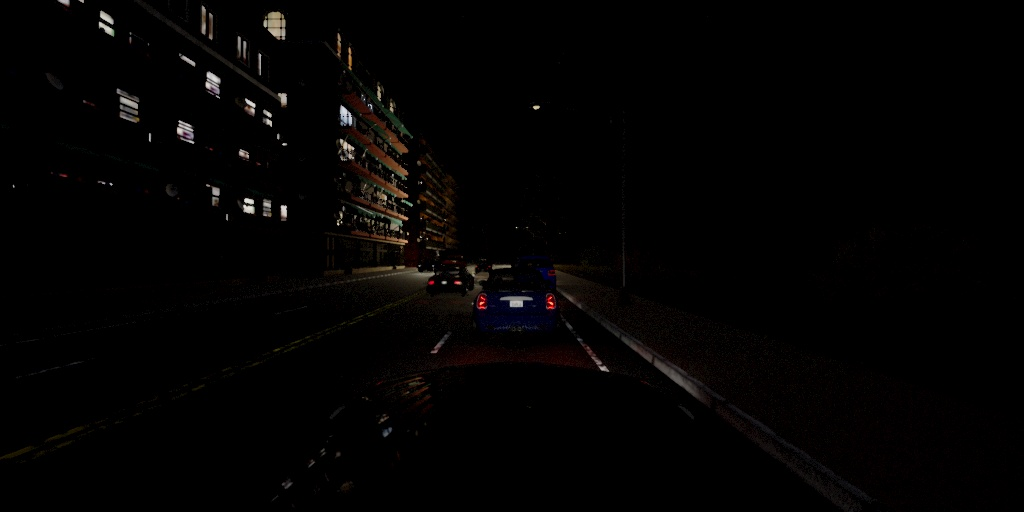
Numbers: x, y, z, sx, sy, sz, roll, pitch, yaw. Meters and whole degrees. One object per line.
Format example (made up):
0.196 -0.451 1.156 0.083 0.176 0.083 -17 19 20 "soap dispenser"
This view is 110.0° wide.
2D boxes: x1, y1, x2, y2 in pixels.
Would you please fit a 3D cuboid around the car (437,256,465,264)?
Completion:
-6.595 0.975 40.556 2.150 2.045 5.566 0 0 0 "car"

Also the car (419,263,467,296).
-3.147 1.300 19.190 2.033 1.411 5.357 0 0 0 "car"

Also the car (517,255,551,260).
1.139 0.978 19.820 2.150 2.045 5.566 0 0 0 "car"

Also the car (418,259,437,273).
-9.845 1.105 43.213 2.097 1.767 4.553 0 0 0 "car"

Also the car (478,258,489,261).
-3.146 1.279 40.873 1.812 1.442 4.674 0 0 0 "car"

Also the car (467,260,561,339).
0.100 1.104 10.245 2.097 1.767 4.553 0 0 0 "car"
